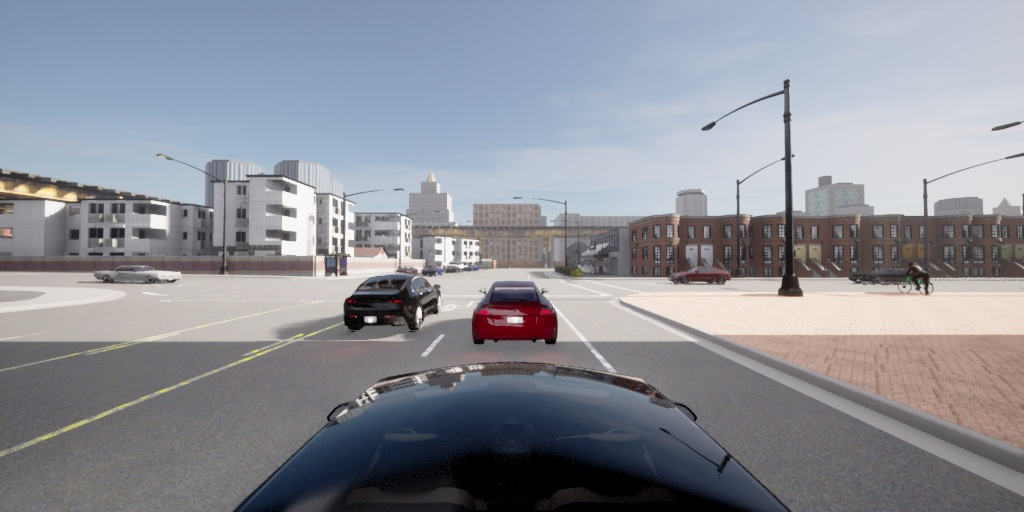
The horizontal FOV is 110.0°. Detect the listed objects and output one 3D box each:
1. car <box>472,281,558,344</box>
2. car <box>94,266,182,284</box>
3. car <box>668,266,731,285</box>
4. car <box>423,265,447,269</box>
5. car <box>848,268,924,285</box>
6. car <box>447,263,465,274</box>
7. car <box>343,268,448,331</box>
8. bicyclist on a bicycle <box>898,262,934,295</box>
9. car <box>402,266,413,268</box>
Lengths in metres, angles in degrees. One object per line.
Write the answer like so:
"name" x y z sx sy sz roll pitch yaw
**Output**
"car" 0.054 1.347 9.656 1.994 1.385 4.181 0 0 0
"car" -27.213 1.354 26.232 4.718 1.301 1.895 1 -1 -1
"car" 15.237 1.572 29.195 4.674 1.442 1.812 0 -1 1
"car" -10.184 1.989 46.217 1.895 1.301 4.718 0 -1 3
"car" 30.155 1.640 28.891 4.718 1.301 1.895 0 -1 1
"car" -9.532 2.234 58.525 1.895 1.301 4.718 0 -1 4
"car" -3.450 1.299 11.156 1.837 1.490 4.892 0 0 0
"bicyclist on a bicycle" 20.347 1.128 18.119 0.582 1.620 1.656 0 -1 1
"car" -13.671 1.961 46.697 1.994 1.385 4.181 0 -1 2
